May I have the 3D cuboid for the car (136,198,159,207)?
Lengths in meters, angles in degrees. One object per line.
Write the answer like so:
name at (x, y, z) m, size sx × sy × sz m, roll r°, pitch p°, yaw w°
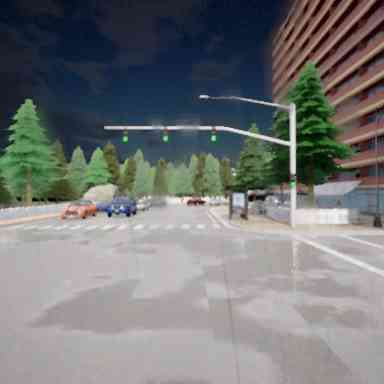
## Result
car at (-7.750, 1.843, 58.905) m, size 2.128 × 1.511 × 4.902 m, roll 0°, pitch 0°, yaw 19°

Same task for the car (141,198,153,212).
car at (-6.861, 1.862, 43.760) m, size 1.895 × 1.301 × 4.718 m, roll 0°, pitch 0°, yaw 3°

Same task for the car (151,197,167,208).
car at (-5.567, 1.662, 53.814) m, size 2.097 × 1.767 × 4.553 m, roll 0°, pitch 0°, yaw 13°

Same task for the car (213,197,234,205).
car at (6.690, 1.846, 69.879) m, size 1.812 × 1.442 × 4.674 m, roll -1°, pitch 0°, yaw 44°

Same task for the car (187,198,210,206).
car at (0.864, 1.790, 61.495) m, size 1.882 × 1.535 × 5.008 m, roll -1°, pitch 0°, yaw 30°

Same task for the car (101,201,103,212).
car at (-10.403, 1.743, 40.406) m, size 1.882 × 1.535 × 5.008 m, roll 0°, pitch 0°, yaw 1°

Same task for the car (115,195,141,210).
car at (-9.719, 1.543, 50.804) m, size 2.150 × 2.045 × 5.566 m, roll 0°, pitch -1°, yaw 9°

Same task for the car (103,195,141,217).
car at (-7.036, 1.429, 33.999) m, size 2.150 × 2.045 × 5.566 m, roll 0°, pitch 0°, yaw 0°

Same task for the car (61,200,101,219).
car at (-10.532, 1.567, 31.310) m, size 2.097 × 1.767 × 4.553 m, roll 0°, pitch 0°, yaw 1°

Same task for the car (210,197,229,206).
car at (4.808, 1.887, 61.433) m, size 1.895 × 1.301 × 4.718 m, roll -1°, pitch 0°, yaw 30°
